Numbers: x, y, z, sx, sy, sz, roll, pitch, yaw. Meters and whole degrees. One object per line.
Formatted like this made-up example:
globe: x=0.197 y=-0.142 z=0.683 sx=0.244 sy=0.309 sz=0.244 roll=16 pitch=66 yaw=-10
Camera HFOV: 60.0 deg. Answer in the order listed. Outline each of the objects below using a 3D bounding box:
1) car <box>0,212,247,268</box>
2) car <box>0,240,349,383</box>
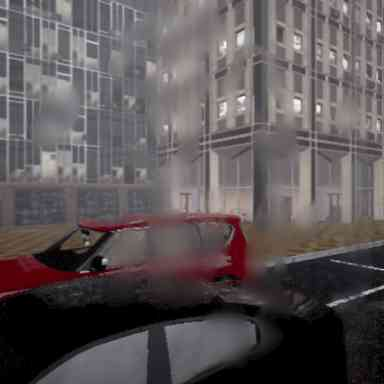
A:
car: x=-1.121 y=1.313 z=5.461 sx=5.009 sy=1.841 sz=2.192 roll=0 pitch=0 yaw=-35
car: x=-0.859 y=1.477 z=2.461 sx=5.008 sy=1.535 sz=1.882 roll=0 pitch=0 yaw=-36
